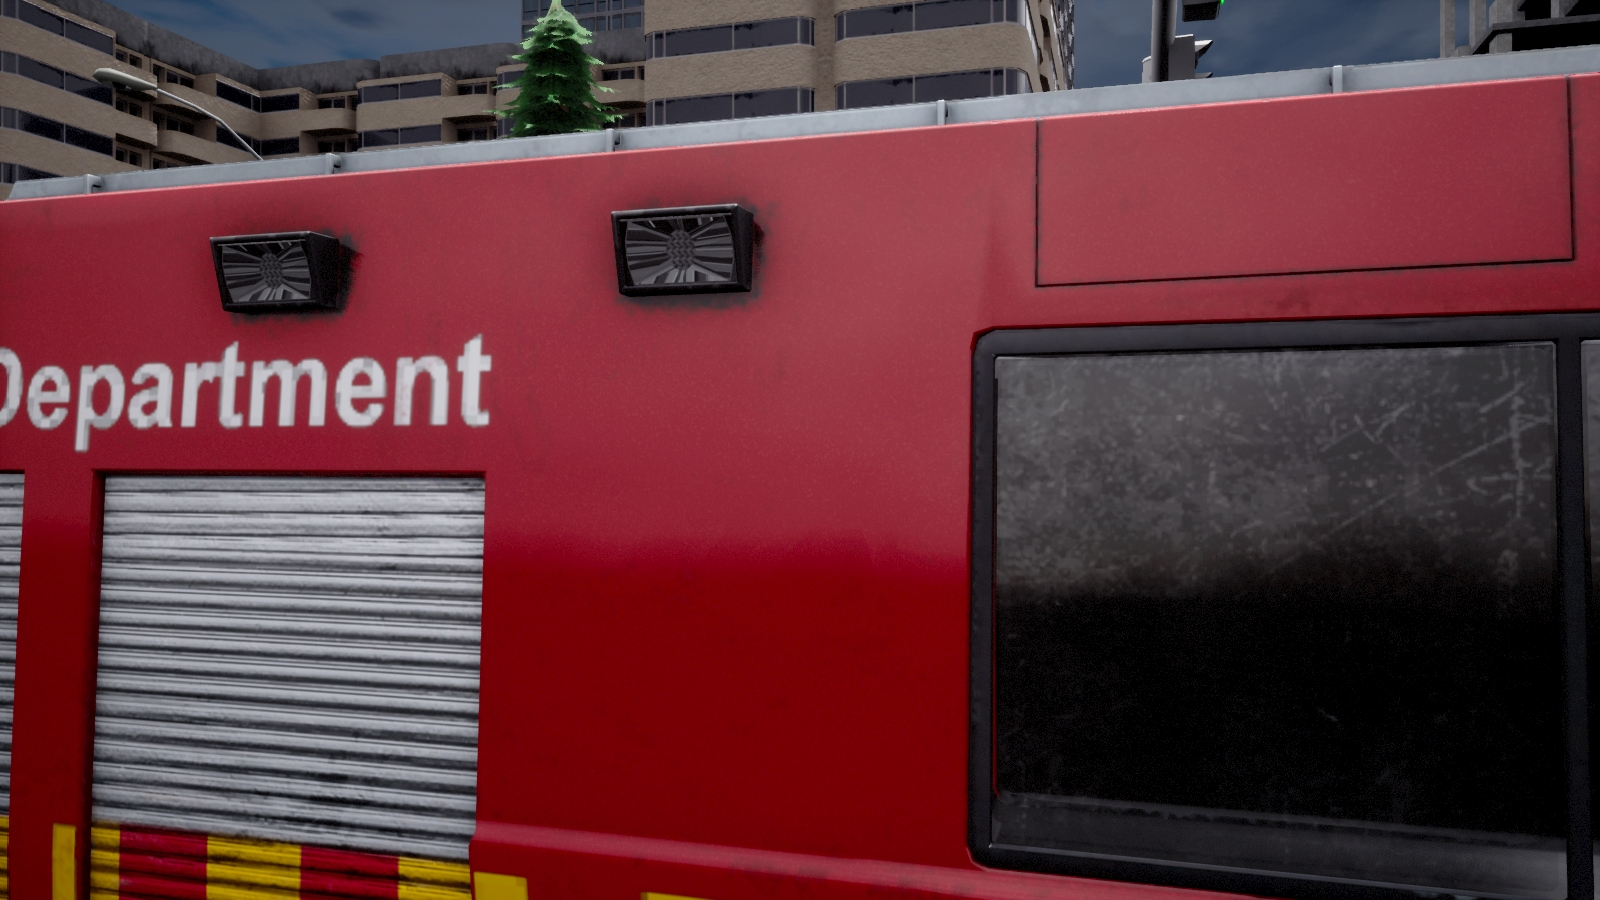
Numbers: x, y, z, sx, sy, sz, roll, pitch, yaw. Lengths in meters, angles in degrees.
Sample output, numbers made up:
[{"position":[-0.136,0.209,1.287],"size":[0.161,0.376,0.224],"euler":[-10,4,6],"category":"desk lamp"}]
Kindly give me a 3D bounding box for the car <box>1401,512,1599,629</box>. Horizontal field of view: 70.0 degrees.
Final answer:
[{"position":[12.484,2.037,20.491],"size":[2.038,1.542,4.974],"euler":[0,0,16],"category":"car"}]
